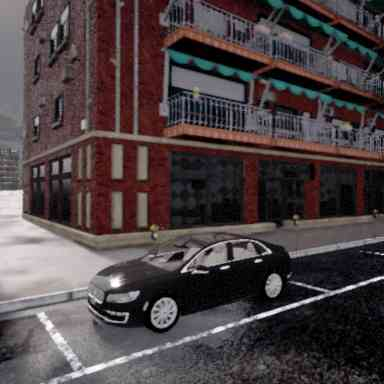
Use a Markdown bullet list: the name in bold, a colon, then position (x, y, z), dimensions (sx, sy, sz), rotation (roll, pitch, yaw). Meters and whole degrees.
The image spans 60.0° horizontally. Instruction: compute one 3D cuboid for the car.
- **car**: position (0.177, 1.536, 6.677), dimensions (4.403, 1.369, 2.008), rotation (0, 1, -36)
